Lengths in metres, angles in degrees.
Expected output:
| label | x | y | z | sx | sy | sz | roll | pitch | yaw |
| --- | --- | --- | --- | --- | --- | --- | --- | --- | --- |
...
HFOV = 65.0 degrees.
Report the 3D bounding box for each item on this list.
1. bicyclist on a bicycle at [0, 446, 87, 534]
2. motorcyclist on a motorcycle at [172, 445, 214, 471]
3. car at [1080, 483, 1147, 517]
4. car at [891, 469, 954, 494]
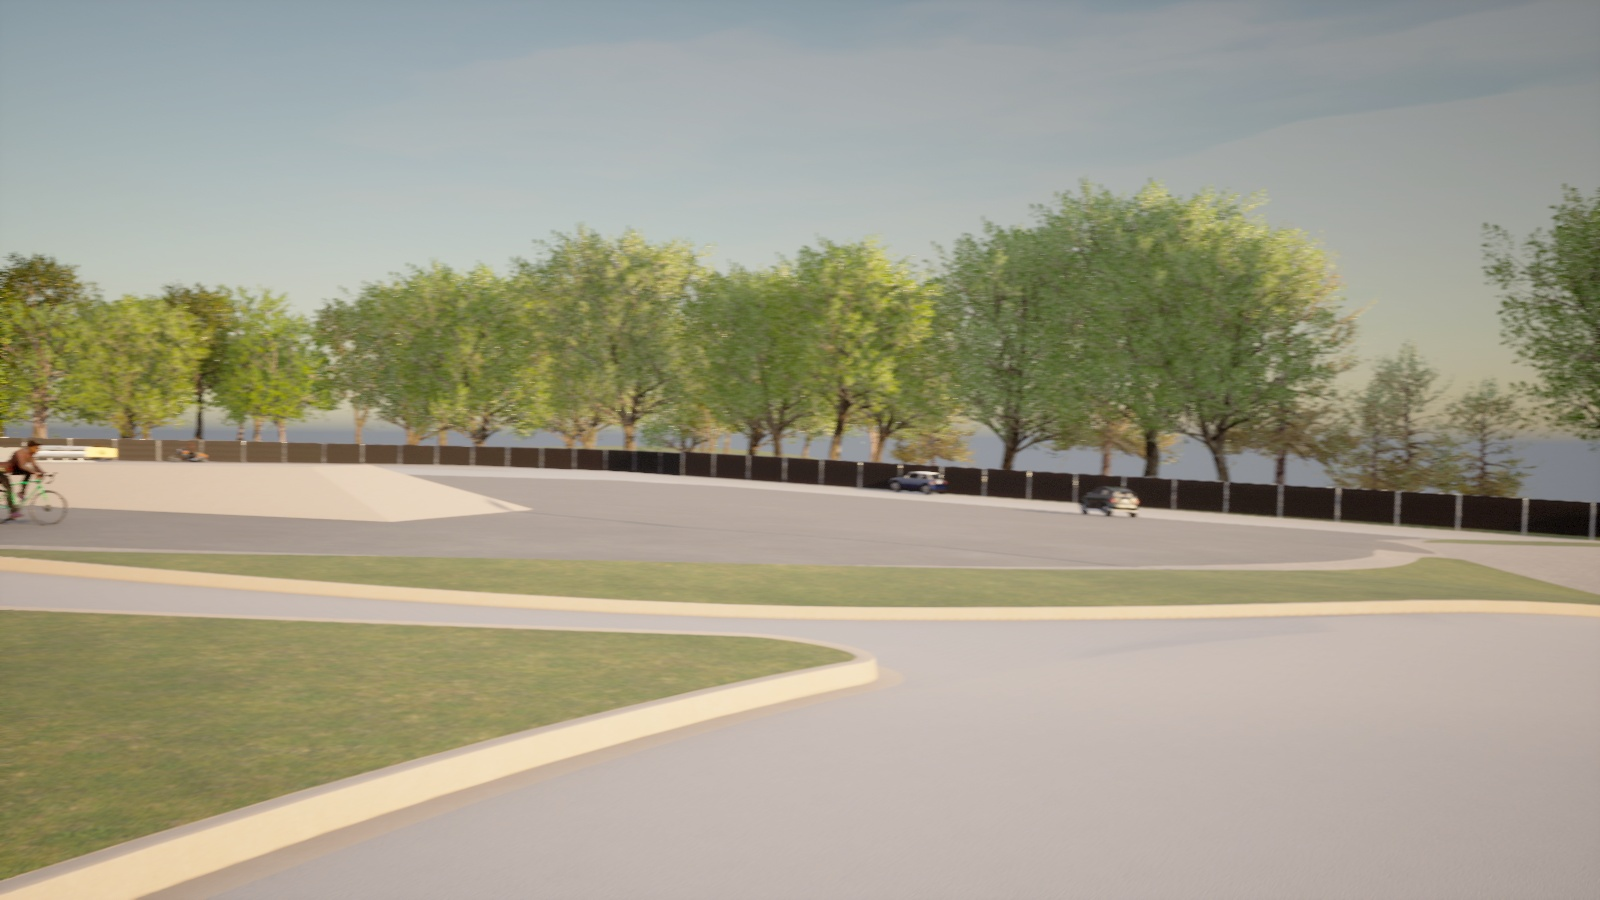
| label | x | y | z | sx | sy | sz | roll | pitch | yaw |
| --- | --- | --- | --- | --- | --- | --- | --- | --- | --- |
| bicyclist on a bicycle | -14.557 | 0.747 | 23.821 | 1.656 | 1.620 | 0.582 | 2 | -1 | -1 |
| motorcyclist on a motorcycle | -39.435 | 0.522 | 81.596 | 2.350 | 1.649 | 0.766 | 1 | 0 | -43 |
| car | 16.321 | 2.578 | 65.529 | 1.789 | 1.549 | 3.705 | 3 | -1 | -14 |
| car | 8.261 | 2.113 | 84.977 | 3.806 | 1.475 | 1.970 | 4 | 2 | 42 |
